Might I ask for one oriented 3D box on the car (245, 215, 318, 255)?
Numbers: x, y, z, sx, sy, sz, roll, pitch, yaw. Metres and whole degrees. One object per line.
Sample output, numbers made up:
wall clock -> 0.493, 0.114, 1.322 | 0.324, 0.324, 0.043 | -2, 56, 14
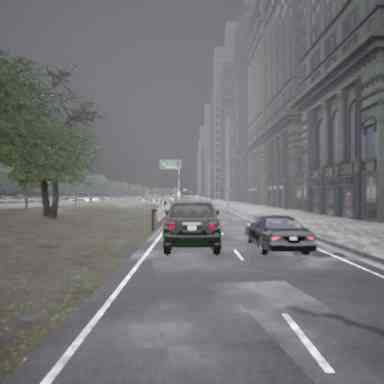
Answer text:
car -> 3.508, 1.679, 13.990 | 2.033, 1.411, 5.357 | 0, -1, 0

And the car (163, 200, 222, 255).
car -> 0.008, 1.349, 14.020 | 2.150, 2.045, 5.566 | 0, 0, 0
